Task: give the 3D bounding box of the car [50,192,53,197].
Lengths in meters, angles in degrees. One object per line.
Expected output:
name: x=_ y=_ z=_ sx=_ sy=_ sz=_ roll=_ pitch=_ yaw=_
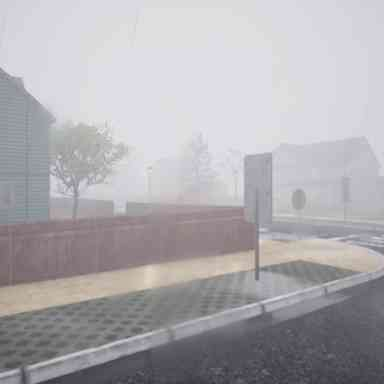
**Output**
car: x=-34.203 y=0.917 z=78.197 sx=2.150 sy=2.045 sz=5.566 roll=0 pitch=0 yaw=-36
